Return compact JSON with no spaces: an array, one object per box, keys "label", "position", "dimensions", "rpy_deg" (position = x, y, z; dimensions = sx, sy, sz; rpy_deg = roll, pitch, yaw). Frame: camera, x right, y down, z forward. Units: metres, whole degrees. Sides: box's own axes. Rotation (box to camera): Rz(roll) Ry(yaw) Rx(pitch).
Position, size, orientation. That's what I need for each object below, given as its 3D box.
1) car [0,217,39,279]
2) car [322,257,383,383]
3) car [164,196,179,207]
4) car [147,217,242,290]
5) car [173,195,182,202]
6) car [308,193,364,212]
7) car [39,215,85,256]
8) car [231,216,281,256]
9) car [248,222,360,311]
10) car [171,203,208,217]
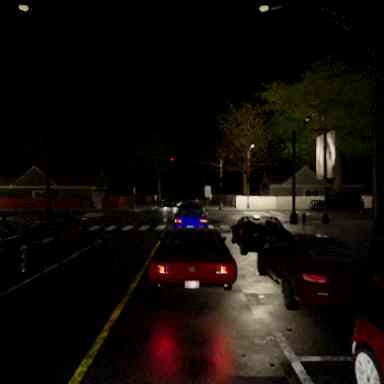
[{"label":"car","position":[-5.420,1.439,7.440],"dimensions":[1.967,1.590,4.097],"rpy_deg":[0,0,0]},{"label":"car","position":[2.632,1.544,1.964],"dimensions":[1.887,1.381,4.507],"rpy_deg":[0,0,0]},{"label":"car","position":[-3.357,1.519,51.588],"dimensions":[1.837,1.490,4.892],"rpy_deg":[0,0,0]},{"label":"car","position":[0.013,1.599,9.003],"dimensions":[1.895,1.301,4.718],"rpy_deg":[0,0,0]},{"label":"car","position":[-3.508,1.559,82.588],"dimensions":[2.128,1.511,4.902],"rpy_deg":[0,0,0]},{"label":"car","position":[15.574,1.111,36.036],"dimensions":[5.566,2.045,2.150],"rpy_deg":[0,0,0]},{"label":"car","position":[-5.447,1.579,12.959],"dimensions":[1.802,1.307,4.206],"rpy_deg":[0,0,0]},{"label":"car","position":[2.578,1.563,13.000],"dimensions":[1.947,1.339,4.313],"rpy_deg":[0,0,0]},{"label":"car","position":[2.605,1.580,7.482],"dimensions":[1.802,1.307,4.206],"rpy_deg":[0,0,0]},{"label":"car","position":[-0.085,1.522,18.060],"dimensions":[1.812,1.442,4.674],"rpy_deg":[0,0,0]}]
